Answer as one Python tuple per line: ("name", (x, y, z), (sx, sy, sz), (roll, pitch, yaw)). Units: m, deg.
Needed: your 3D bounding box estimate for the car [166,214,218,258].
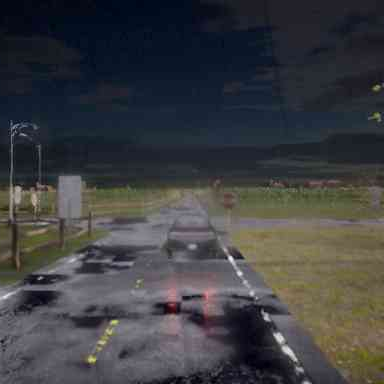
("car", (0.006, 1.624, 13.448), (2.128, 1.511, 4.902), (0, 0, 0))
